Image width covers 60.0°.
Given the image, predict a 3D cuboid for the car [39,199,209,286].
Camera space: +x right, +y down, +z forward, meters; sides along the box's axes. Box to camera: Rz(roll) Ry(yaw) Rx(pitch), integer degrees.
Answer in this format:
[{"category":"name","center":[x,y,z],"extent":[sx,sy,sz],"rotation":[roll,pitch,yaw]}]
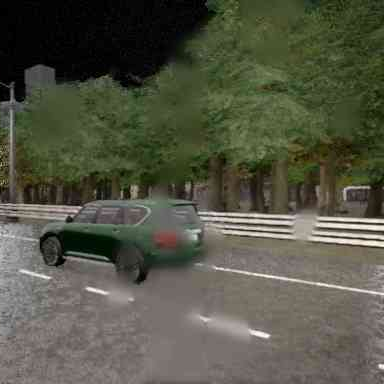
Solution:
[{"category":"car","center":[-2.144,1.223,9.701],"extent":[5.566,2.045,2.150],"rotation":[0,0,36]}]
